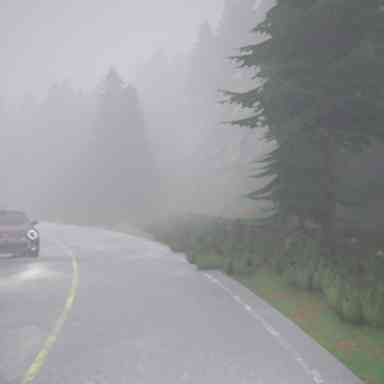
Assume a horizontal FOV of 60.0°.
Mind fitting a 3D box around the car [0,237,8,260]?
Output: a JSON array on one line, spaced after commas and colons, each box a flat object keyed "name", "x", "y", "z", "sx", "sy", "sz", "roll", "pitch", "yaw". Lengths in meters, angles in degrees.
[{"name": "car", "x": -4.286, "y": 1.618, "z": 4.318, "sx": 1.994, "sy": 1.385, "sz": 4.181, "roll": 0, "pitch": 0, "yaw": -10}]

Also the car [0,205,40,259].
[{"name": "car", "x": -7.130, "y": 1.483, "z": 12.769, "sx": 2.097, "sy": 1.767, "sz": 4.553, "roll": 0, "pitch": 0, "yaw": -29}]

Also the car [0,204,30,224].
[{"name": "car", "x": -15.560, "y": 1.811, "z": 28.073, "sx": 4.674, "sy": 1.442, "sz": 1.812, "roll": 0, "pitch": 0, "yaw": 42}]
